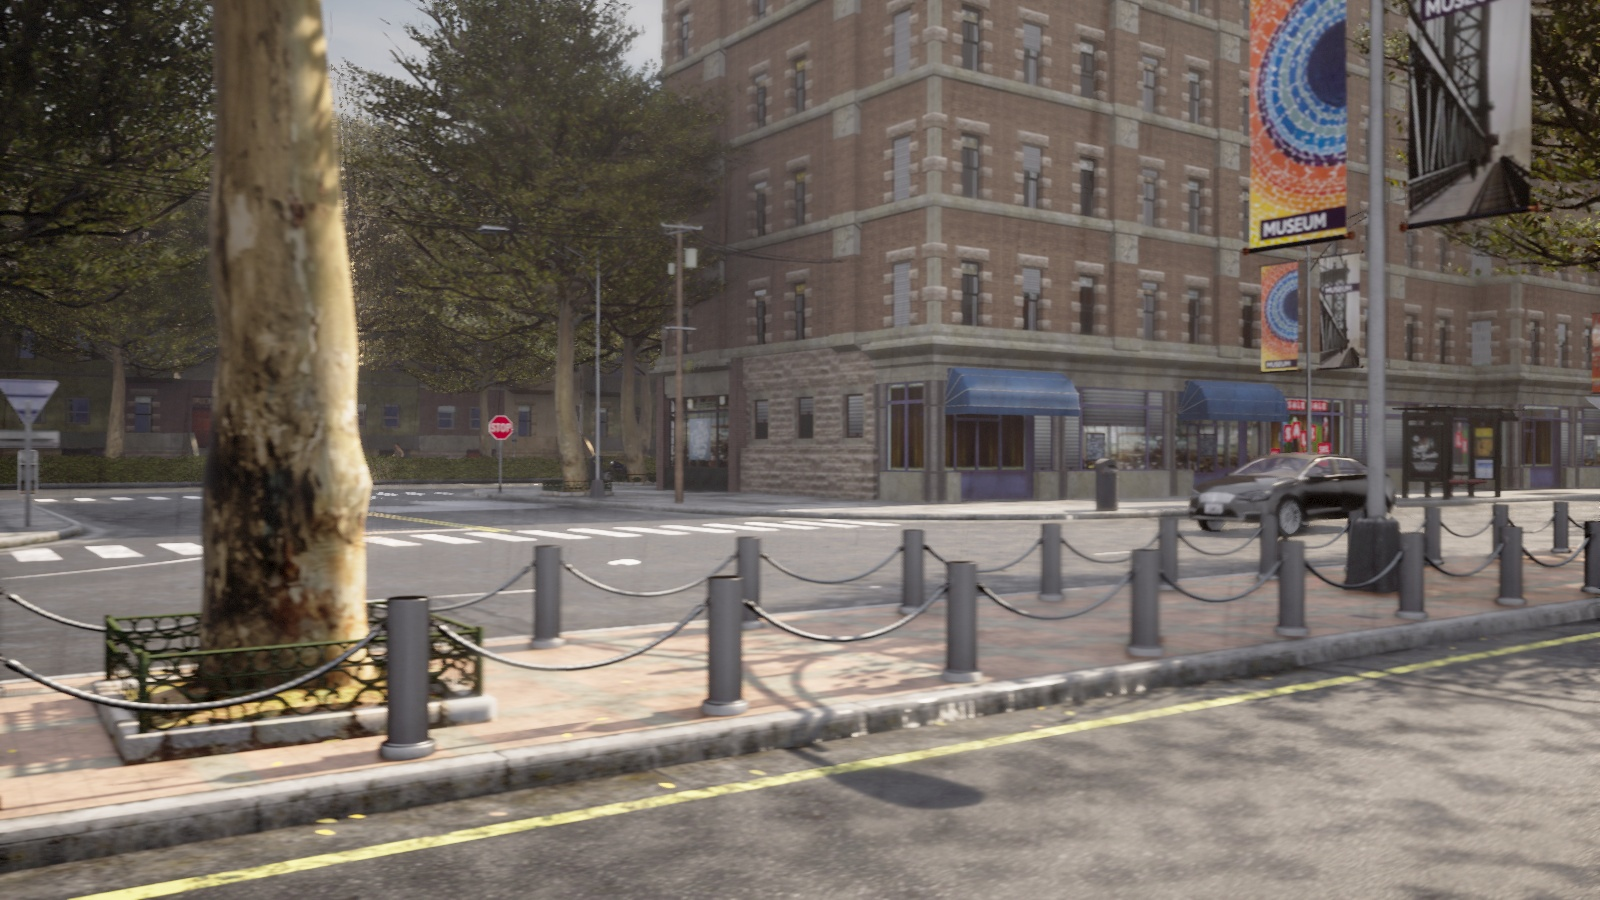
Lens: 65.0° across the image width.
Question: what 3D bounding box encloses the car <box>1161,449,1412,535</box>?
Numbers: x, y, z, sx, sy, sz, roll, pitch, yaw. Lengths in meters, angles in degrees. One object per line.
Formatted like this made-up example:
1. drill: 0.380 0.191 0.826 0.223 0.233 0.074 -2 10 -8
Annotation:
1. car: 9.452 0.740 24.251 4.902 1.511 2.128 0 0 -35

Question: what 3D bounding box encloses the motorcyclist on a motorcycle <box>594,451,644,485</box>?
1. motorcyclist on a motorcycle: -8.948 0.866 62.043 2.350 1.649 0.766 0 0 -35
